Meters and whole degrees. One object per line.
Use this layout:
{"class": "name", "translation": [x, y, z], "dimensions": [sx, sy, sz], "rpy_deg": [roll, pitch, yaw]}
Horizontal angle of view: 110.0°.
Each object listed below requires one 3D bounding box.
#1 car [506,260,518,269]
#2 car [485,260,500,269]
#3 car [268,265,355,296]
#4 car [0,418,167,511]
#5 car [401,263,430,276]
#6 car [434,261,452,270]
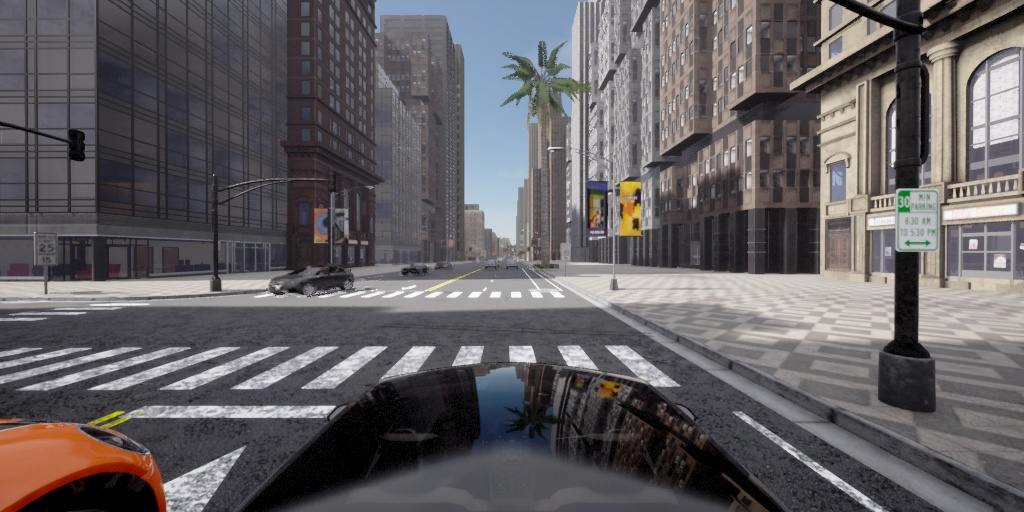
{"class": "car", "translation": [0.024, 1.335, 55.734], "dimensions": [2.033, 1.411, 5.357], "rpy_deg": [0, 0, 0]}
{"class": "car", "translation": [-3.226, 1.335, 55.736], "dimensions": [2.033, 1.411, 5.357], "rpy_deg": [0, 0, 0]}
{"class": "car", "translation": [-10.636, 1.258, 19.460], "dimensions": [1.837, 1.490, 4.892], "rpy_deg": [1, 0, 13]}
{"class": "car", "translation": [-3.150, 1.102, 0.256], "dimensions": [2.097, 1.767, 4.553], "rpy_deg": [0, 0, 0]}
{"class": "car", "translation": [-9.829, 1.362, 36.717], "dimensions": [1.895, 1.301, 4.718], "rpy_deg": [0, 0, 0]}
{"class": "car", "translation": [-9.804, 1.342, 51.344], "dimensions": [1.994, 1.385, 4.181], "rpy_deg": [0, 0, 0]}
